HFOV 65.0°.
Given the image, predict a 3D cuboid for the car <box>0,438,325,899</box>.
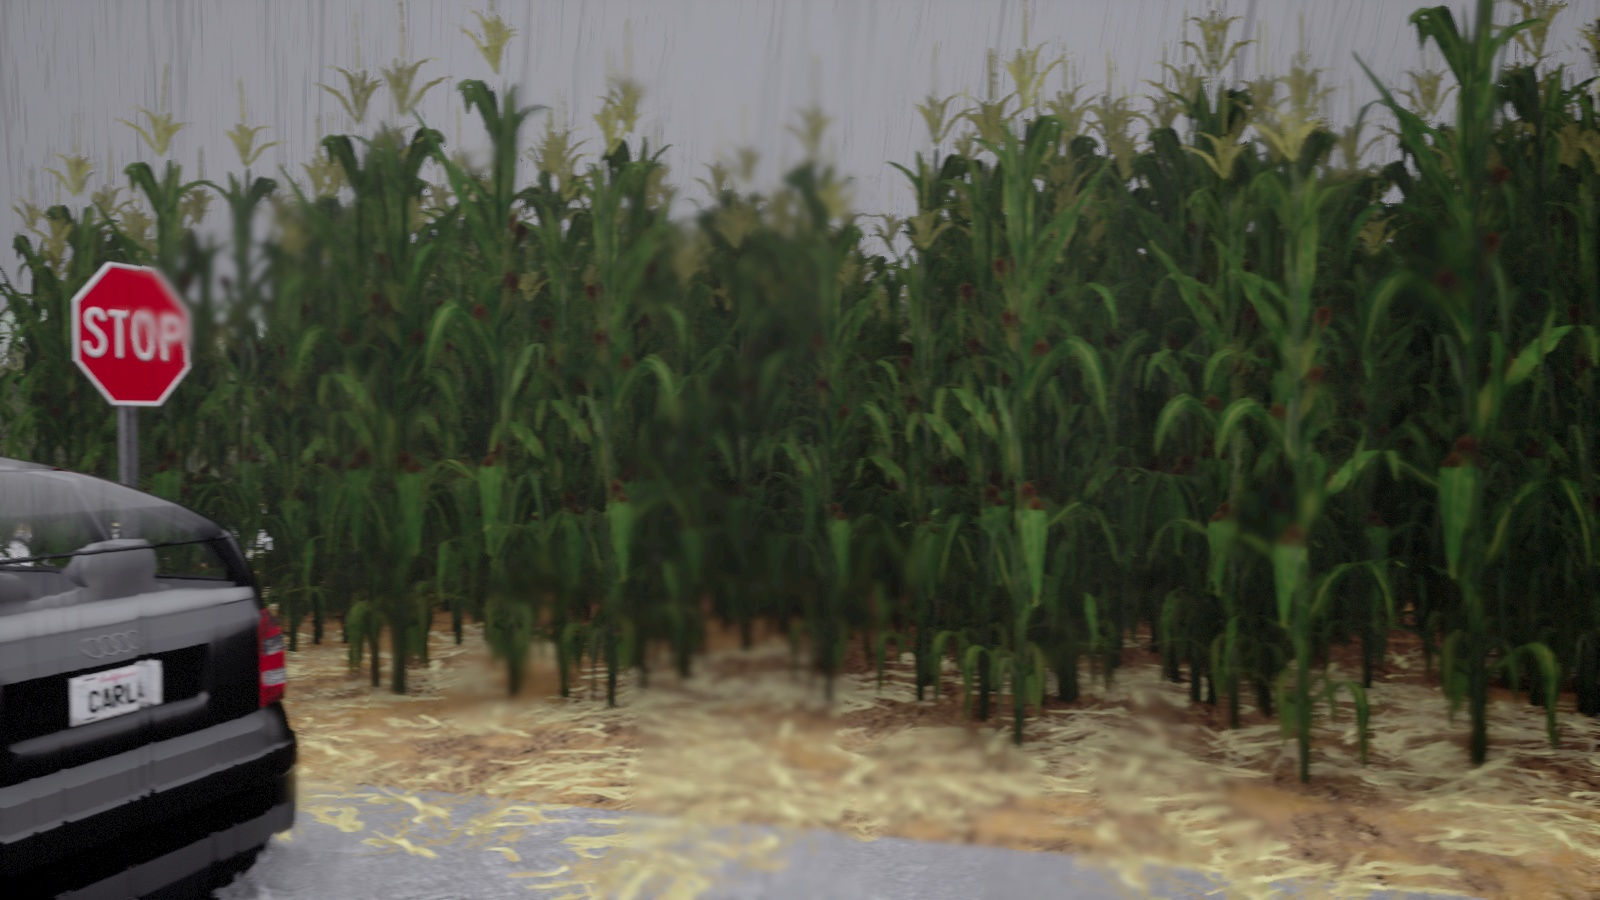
[{"bbox_3d":[-3.656,0.742,4.001,3.705,1.549,1.789,0,1,19],"label":"car"}]
